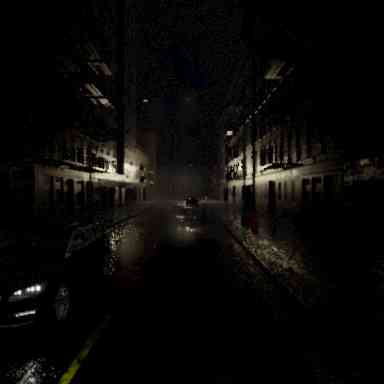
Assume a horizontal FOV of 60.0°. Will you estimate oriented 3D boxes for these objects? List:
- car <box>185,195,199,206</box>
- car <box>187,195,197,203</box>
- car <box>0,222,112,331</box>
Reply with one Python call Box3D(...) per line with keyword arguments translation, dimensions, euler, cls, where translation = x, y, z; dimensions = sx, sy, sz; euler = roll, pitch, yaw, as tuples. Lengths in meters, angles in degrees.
Box3D(translation=(-0.005, 1.371, 52.871), dimensions=(1.837, 1.490, 4.892), euler=(0, 0, 0), cls="car")
Box3D(translation=(-0.006, 1.332, 63.289), dimensions=(1.882, 1.535, 5.008), euler=(0, 0, 0), cls="car")
Box3D(translation=(-3.090, 1.466, 7.137), dimensions=(2.128, 1.511, 4.902), euler=(0, 0, 0), cls="car")
